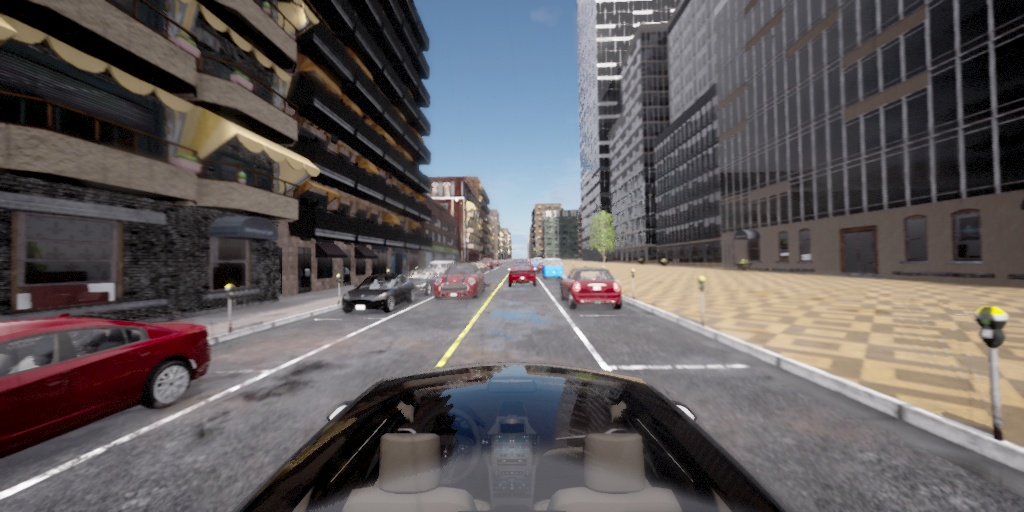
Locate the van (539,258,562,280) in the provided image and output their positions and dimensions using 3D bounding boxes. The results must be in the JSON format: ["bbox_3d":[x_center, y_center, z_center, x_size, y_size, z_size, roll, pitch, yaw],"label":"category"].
[{"bbox_3d":[3.520,1.097,31.342,1.690,1.789,3.998,0,0,2],"label":"van"}]

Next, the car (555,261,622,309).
[{"bbox_3d":[3.070,1.163,14.638,1.967,1.591,4.097,0,0,2],"label":"car"}]

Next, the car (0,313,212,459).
[{"bbox_3d":[-5.606,1.406,3.729,1.888,1.381,4.507,0,0,2],"label":"car"}]

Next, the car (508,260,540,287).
[{"bbox_3d":[0.732,1.272,25.258,1.882,1.535,5.008,-1,0,2],"label":"car"}]

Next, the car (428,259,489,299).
[{"bbox_3d":[-2.620,1.192,18.701,2.097,1.767,4.553,-1,0,2],"label":"car"}]

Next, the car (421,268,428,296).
[{"bbox_3d":[-5.156,1.443,20.432,2.007,1.370,4.403,0,0,2],"label":"car"}]

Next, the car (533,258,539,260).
[{"bbox_3d":[3.974,1.316,48.213,1.751,1.417,4.829,0,0,2],"label":"car"}]

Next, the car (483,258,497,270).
[{"bbox_3d":[-4.107,1.287,59.405,2.192,1.841,5.009,0,0,2],"label":"car"}]

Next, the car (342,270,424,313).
[{"bbox_3d":[-5.306,1.447,14.864,1.948,1.339,4.313,0,0,2],"label":"car"}]
